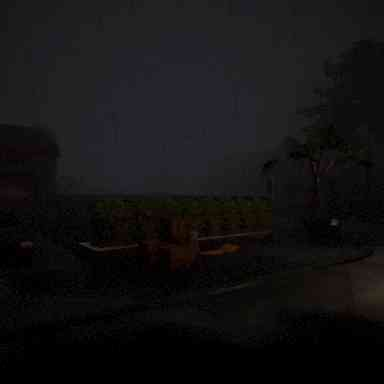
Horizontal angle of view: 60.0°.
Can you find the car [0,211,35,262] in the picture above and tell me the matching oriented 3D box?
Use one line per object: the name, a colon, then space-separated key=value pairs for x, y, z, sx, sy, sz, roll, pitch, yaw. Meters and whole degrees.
car: x=-6.443 y=1.356 z=10.801 sx=2.033 sy=1.415 sz=5.357 roll=0 pitch=0 yaw=-33
